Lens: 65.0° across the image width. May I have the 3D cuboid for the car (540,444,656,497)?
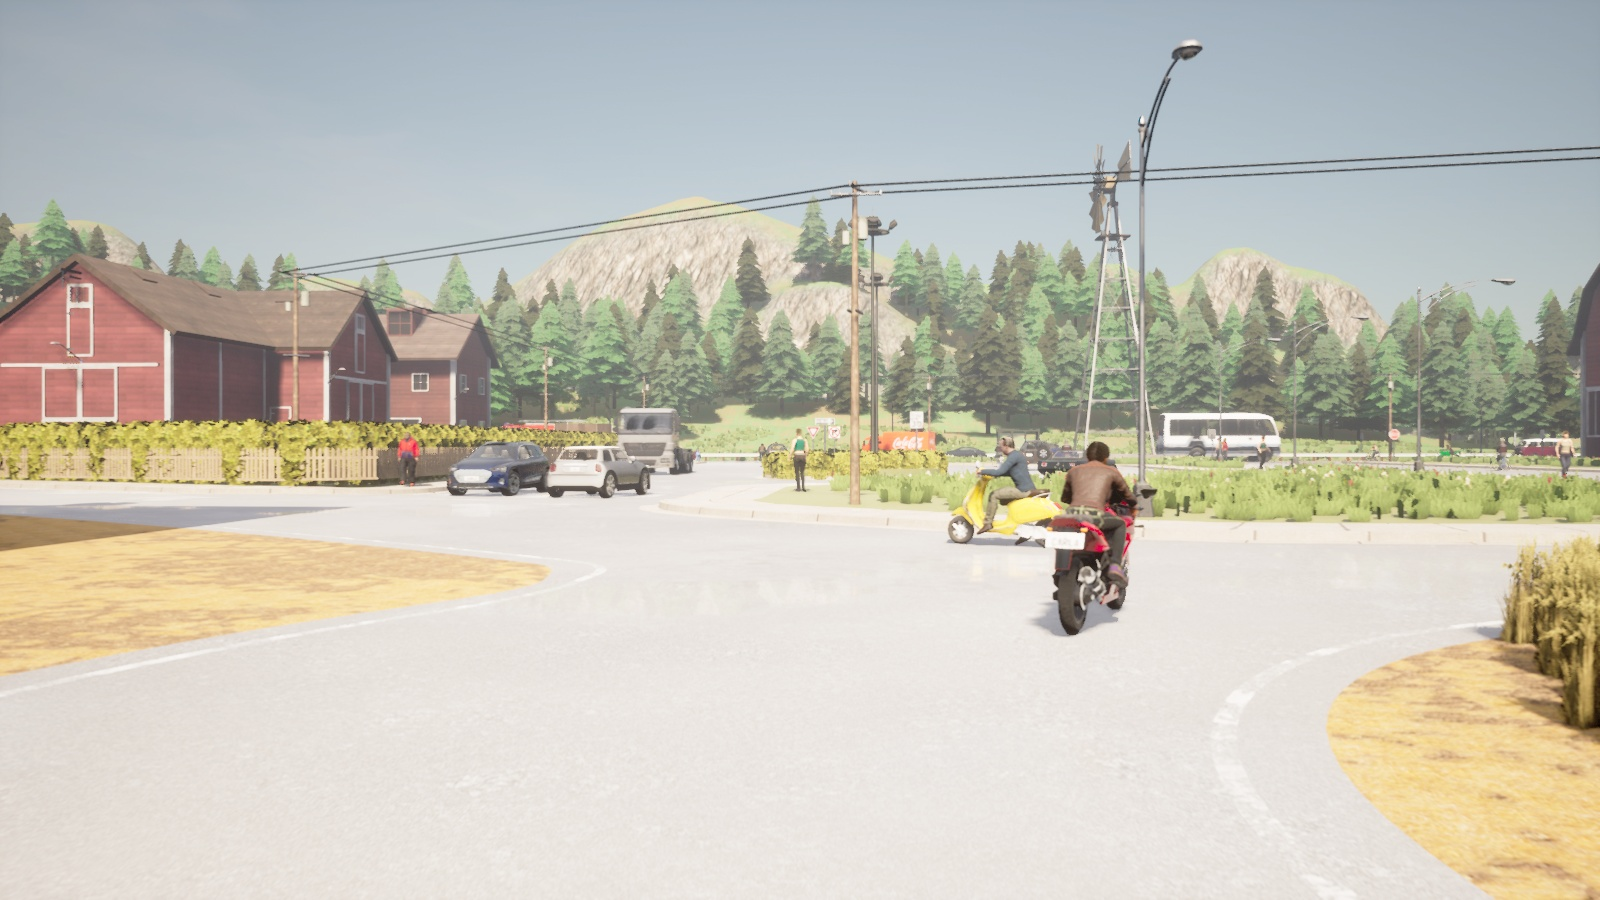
[{"bbox_3d":[-5.848,0.566,36.830,1.970,1.475,3.806,0,0,15],"label":"car"}]

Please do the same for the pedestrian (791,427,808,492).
[{"bbox_3d":[-0.016,0.264,36.023,0.345,1.836,0.594,0,0,-15],"label":"pedestrian"}]

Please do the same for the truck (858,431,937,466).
[{"bbox_3d":[7.112,-0.089,91.202,5.204,2.467,2.627,0,0,20],"label":"truck"}]

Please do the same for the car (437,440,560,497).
[{"bbox_3d":[-9.142,0.520,38.572,2.033,1.649,4.856,0,0,8],"label":"car"}]

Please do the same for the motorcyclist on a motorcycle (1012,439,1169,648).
[{"bbox_3d":[2.474,0.690,10.487,0.797,1.523,2.044,0,2,27],"label":"motorcyclist on a motorcycle"}]

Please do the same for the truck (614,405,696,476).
[{"bbox_3d":[-7.391,-0.491,65.245,2.891,3.462,7.936,0,0,3],"label":"truck"}]

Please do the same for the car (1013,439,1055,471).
[{"bbox_3d":[14.020,0.286,75.472,1.932,1.855,4.605,0,0,3],"label":"car"}]

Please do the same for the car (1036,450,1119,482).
[{"bbox_3d":[11.838,0.652,53.375,1.895,1.301,4.718,0,0,34],"label":"car"}]

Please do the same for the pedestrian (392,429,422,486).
[{"bbox_3d":[-12.698,0.236,40.638,0.634,1.844,0.899,0,0,4],"label":"pedestrian"}]

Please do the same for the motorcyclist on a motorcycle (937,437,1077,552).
[{"bbox_3d":[2.998,0.613,18.226,1.817,1.590,0.866,0,0,28],"label":"motorcyclist on a motorcycle"}]

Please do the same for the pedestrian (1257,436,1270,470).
[{"bbox_3d":[24.759,0.168,67.068,0.345,1.836,0.594,0,0,-18],"label":"pedestrian"}]

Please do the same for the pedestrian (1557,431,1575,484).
[{"bbox_3d":[26.529,0.257,43.500,0.345,1.836,0.594,0,0,11],"label":"pedestrian"}]
